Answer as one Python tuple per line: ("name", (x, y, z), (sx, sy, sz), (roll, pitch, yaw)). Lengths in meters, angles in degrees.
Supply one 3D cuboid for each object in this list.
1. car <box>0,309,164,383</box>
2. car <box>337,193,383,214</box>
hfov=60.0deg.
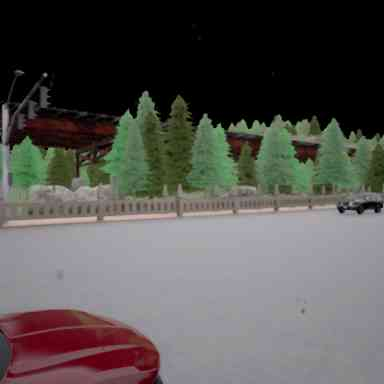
("car", (-2.511, 1.482, 1.957), (5.008, 1.535, 1.882), (0, 0, -35))
("car", (16.821, 1.086, 33.180), (5.566, 2.045, 2.150), (0, 0, -36))
